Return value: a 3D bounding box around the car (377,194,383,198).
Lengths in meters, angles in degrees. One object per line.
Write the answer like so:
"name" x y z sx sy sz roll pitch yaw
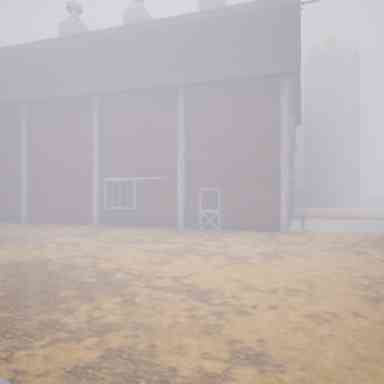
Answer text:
"car" 44.645 1.375 76.477 3.988 1.617 1.851 0 0 19
